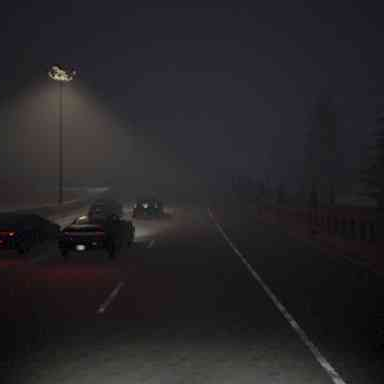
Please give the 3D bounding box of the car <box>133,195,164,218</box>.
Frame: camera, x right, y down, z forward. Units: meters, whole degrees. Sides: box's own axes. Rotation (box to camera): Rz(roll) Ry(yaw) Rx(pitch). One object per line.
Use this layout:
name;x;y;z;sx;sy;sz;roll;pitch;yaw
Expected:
car;-3.556;1.042;27.637;2.097;1.767;4.553;0;3;0

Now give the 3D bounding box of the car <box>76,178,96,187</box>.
car;-17.805;-1.651;57.253;1.812;1.442;4.674;0;6;0

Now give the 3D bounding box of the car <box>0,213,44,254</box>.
car;-6.974;1.571;13.517;1.812;1.442;4.674;0;0;0

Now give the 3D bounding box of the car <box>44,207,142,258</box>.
car;-3.477;1.536;12.856;2.128;1.511;4.902;0;0;0

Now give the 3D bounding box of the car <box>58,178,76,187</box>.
car;-21.302;-1.672;57.233;1.837;1.490;4.892;0;6;0

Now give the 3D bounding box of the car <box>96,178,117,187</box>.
car;-14.311;-1.683;57.254;2.128;1.511;4.902;0;6;0

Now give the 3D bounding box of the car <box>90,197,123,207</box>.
car;-7.057;1.197;27.644;1.837;1.490;4.892;0;3;0

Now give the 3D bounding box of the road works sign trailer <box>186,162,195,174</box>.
road works sign trailer;-0.385;-6.679;93.326;2.380;3.560;2.880;2;1;0
